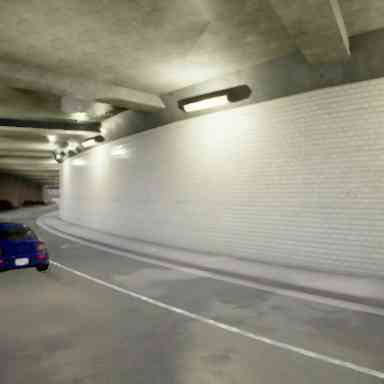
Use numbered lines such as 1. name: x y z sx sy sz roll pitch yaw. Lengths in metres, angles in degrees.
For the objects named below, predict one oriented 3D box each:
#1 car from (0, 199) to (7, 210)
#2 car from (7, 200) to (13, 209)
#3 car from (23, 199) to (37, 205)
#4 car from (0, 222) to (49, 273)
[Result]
1. car: -30.947 2.174 52.016 1.812 1.442 4.674 1 -1 -17
2. car: -32.686 2.078 57.730 2.097 1.767 4.553 1 -1 -17
3. car: -37.591 2.356 76.558 1.994 1.385 4.181 1 -1 -17
4. car: -5.932 1.660 10.367 1.812 1.442 4.674 1 -1 -41
